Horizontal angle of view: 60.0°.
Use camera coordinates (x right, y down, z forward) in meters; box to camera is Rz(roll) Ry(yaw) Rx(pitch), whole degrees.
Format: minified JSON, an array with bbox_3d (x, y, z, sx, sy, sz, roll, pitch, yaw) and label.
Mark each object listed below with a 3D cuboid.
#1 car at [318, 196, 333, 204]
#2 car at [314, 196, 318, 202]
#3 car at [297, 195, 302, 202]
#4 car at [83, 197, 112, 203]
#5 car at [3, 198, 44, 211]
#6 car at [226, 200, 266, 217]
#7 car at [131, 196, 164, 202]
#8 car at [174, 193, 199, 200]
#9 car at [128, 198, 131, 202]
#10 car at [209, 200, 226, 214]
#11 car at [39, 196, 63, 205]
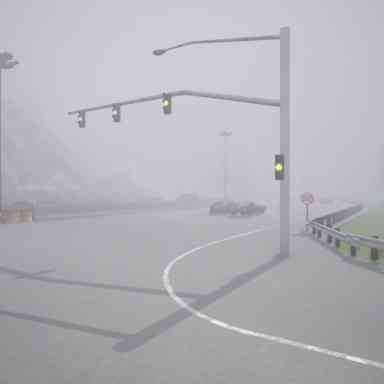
[{"bbox_3d":[25.630,1.548,63.296,1.994,1.385,4.181,0,0,16],"label":"car"},{"bbox_3d":[28.187,1.520,72.883,2.033,1.411,5.357,0,0,7],"label":"car"},{"bbox_3d":[25.038,1.493,75.519,2.128,1.511,4.902,0,0,7],"label":"car"},{"bbox_3d":[-10.770,1.539,38.793,1.895,1.301,4.718,0,0,33],"label":"car"},{"bbox_3d":[-16.198,1.500,30.282,1.994,1.385,4.181,0,0,33],"label":"car"},{"bbox_3d":[5.311,1.578,31.073,1.895,1.301,4.718,0,0,33],"label":"car"},{"bbox_3d":[-5.740,1.432,46.748,2.128,1.511,4.902,0,0,32],"label":"car"},{"bbox_3d":[-0.794,1.163,54.864,2.150,2.045,5.566,0,0,29],"label":"car"},{"bbox_3d":[-9.651,1.411,60.501,2.128,1.511,4.902,0,0,29],"label":"car"},{"bbox_3d":[3.514,1.534,34.763,1.994,1.385,4.181,0,0,33],"label":"car"},{"bbox_3d":[-19.654,1.268,44.392,2.097,1.767,4.553,0,0,33],"label":"car"}]
